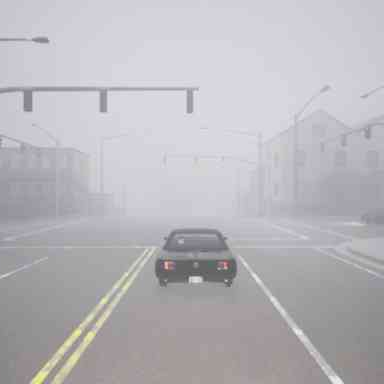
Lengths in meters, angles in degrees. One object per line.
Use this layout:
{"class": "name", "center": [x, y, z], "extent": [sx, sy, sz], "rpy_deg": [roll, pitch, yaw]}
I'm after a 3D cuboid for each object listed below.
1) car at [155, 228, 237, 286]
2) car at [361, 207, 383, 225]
{"class": "car", "center": [0.107, 1.713, 9.718], "extent": [1.895, 1.301, 4.718], "rpy_deg": [0, -1, 0]}
{"class": "car", "center": [15.975, 1.871, 26.859], "extent": [4.181, 1.385, 1.994], "rpy_deg": [0, -1, -1]}
